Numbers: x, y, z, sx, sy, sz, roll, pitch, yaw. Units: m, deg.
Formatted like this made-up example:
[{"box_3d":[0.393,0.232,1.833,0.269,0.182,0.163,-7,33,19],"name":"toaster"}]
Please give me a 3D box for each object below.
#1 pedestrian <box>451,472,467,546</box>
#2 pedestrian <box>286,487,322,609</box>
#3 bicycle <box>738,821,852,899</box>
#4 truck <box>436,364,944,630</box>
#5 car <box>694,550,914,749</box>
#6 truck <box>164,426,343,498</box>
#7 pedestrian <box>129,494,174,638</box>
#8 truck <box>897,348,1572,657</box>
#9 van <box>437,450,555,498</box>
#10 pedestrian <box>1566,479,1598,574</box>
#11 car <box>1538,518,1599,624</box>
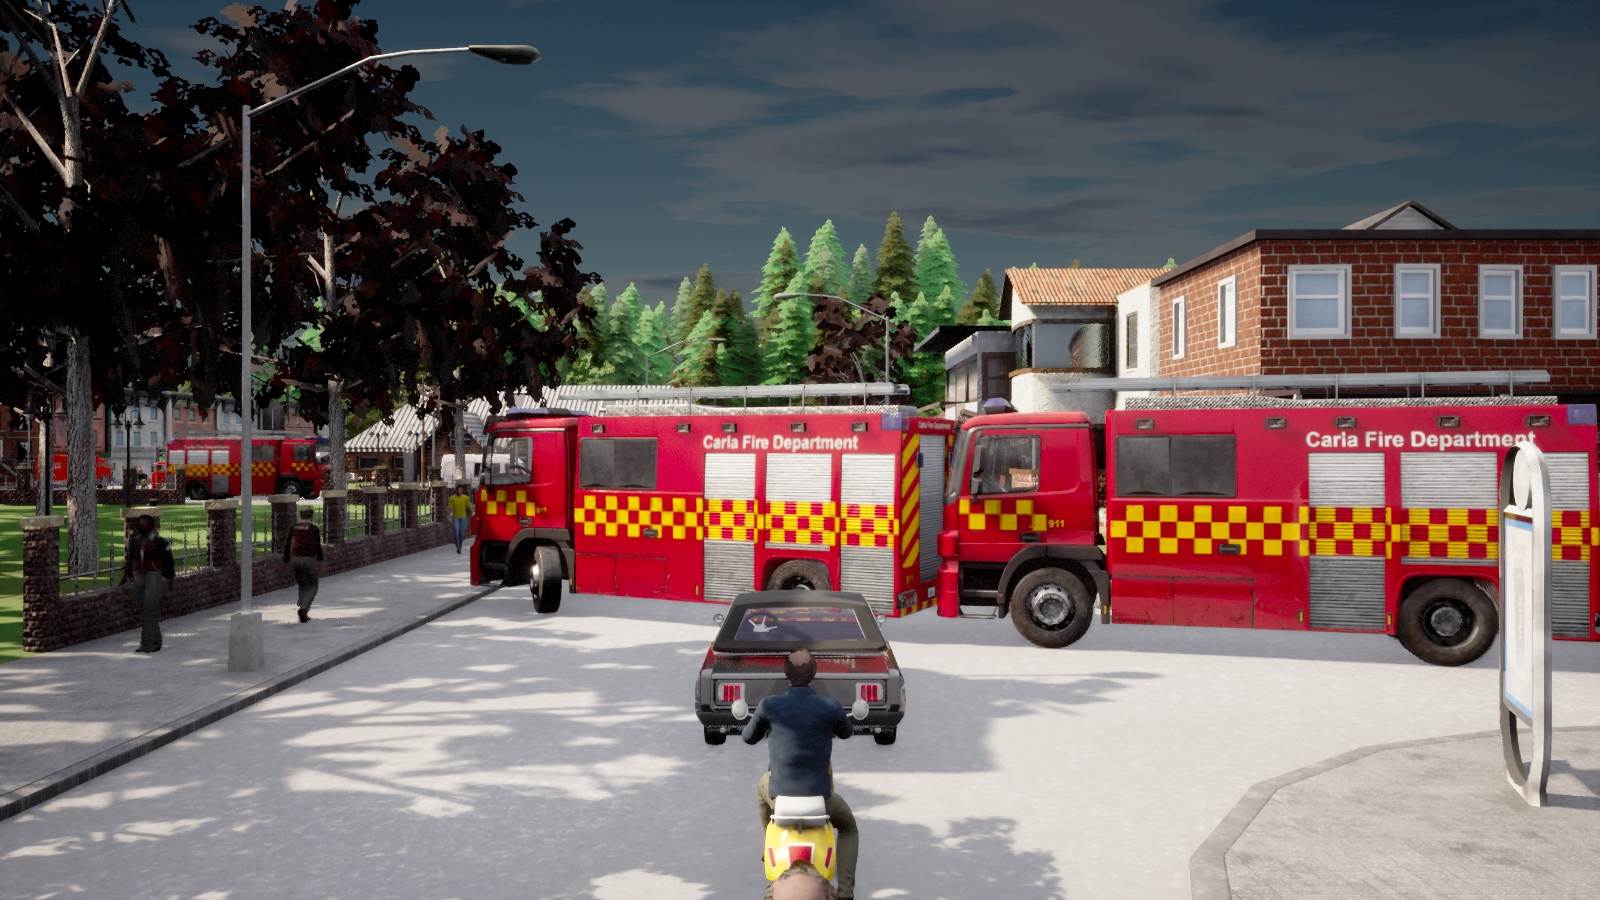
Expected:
[{"box_3d":[-8.785,1.513,29.419,0.375,1.860,0.375,0,0,-19],"name":"pedestrian"},{"box_3d":[-7.695,1.515,17.731,0.375,1.860,0.375,0,0,5],"name":"pedestrian"},{"box_3d":[-0.015,1.938,3.086,0.329,1.271,1.835,0,0,0],"name":"bicycle"},{"box_3d":[-2.040,0.664,19.658,8.468,3.827,2.891,0,0,27],"name":"truck"},{"box_3d":[0.033,1.930,12.217,1.895,1.301,4.718,0,0,0],"name":"car"},{"box_3d":[-29.891,0.644,62.700,8.468,3.827,2.891,0,0,1],"name":"truck"},{"box_3d":[-8.541,1.518,15.056,0.375,1.860,0.375,0,0,5],"name":"pedestrian"},{"box_3d":[5.875,0.661,16.689,8.468,3.827,2.891,0,0,16],"name":"truck"},{"box_3d":[-16.613,1.289,62.612,5.915,2.561,1.988,0,0,0],"name":"van"},{"box_3d":[15.456,1.506,22.595,0.375,1.860,0.375,0,0,1],"name":"pedestrian"},{"box_3d":[14.259,1.835,17.290,4.792,1.488,2.163,0,0,0],"name":"car"}]
